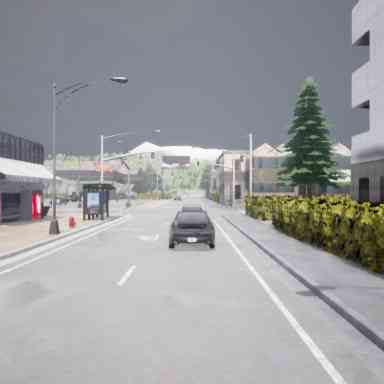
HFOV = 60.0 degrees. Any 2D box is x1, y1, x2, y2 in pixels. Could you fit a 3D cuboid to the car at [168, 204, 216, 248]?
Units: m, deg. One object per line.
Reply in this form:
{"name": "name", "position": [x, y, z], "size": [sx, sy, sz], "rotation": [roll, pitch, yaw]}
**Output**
{"name": "car", "position": [0.000, 1.515, 14.650], "size": [1.837, 1.490, 4.892], "rotation": [0, 0, 0]}

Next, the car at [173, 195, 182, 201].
{"name": "car", "position": [-3.500, 1.471, 81.015], "size": [1.882, 1.535, 5.008], "rotation": [0, 0, 0]}

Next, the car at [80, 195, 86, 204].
{"name": "car", "position": [-18.922, 1.488, 62.989], "size": [2.007, 1.523, 4.514], "rotation": [0, 0, 0]}

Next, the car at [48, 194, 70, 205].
{"name": "car", "position": [-22.566, 1.422, 55.930], "size": [1.970, 1.475, 3.806], "rotation": [0, 0, 0]}

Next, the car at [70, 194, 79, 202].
{"name": "car", "position": [-25.891, 1.287, 72.981], "size": [1.932, 1.855, 4.605], "rotation": [0, 0, 0]}

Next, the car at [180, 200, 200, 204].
{"name": "car", "position": [0.000, 1.616, 29.680], "size": [1.895, 1.301, 4.718], "rotation": [0, 0, 0]}

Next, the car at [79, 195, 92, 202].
{"name": "car", "position": [-25.952, 1.551, 81.460], "size": [1.970, 1.475, 3.806], "rotation": [0, 0, 0]}
